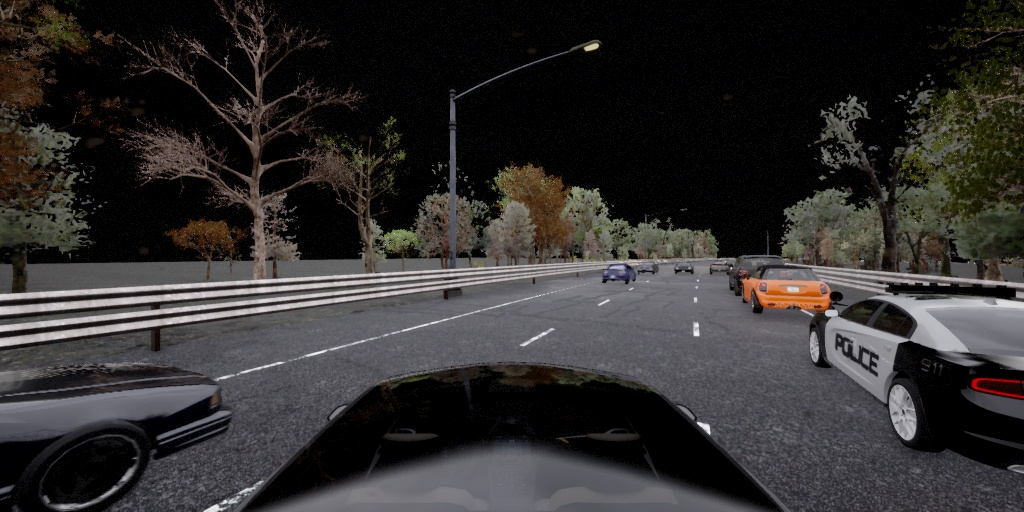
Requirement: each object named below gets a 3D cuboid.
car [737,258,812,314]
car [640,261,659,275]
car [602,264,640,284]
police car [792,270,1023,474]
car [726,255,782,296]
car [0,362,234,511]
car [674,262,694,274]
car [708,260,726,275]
[{"bbox_3d":[10.025,1.102,13.443,2.097,1.767,4.553,0,0,27],"label":"car"},{"bbox_3d":[15.211,1.314,39.998,2.033,1.411,5.357,0,0,29],"label":"car"},{"bbox_3d":[8.050,1.282,26.801,1.812,1.442,4.674,0,0,28],"label":"car"},{"bbox_3d":[5.640,1.175,4.751,1.930,1.638,5.238,0,0,26],"label":"police car"},{"bbox_3d":[12.774,0.978,18.758,2.150,2.045,5.566,0,0,28],"label":"car"},{"bbox_3d":[-4.737,1.298,1.660,2.033,1.411,5.357,0,0,26],"label":"car"},{"bbox_3d":[19.566,1.370,40.623,1.895,1.301,4.718,0,0,29],"label":"car"},{"bbox_3d":[22.697,1.262,39.217,2.128,1.511,4.902,0,0,30],"label":"car"}]
